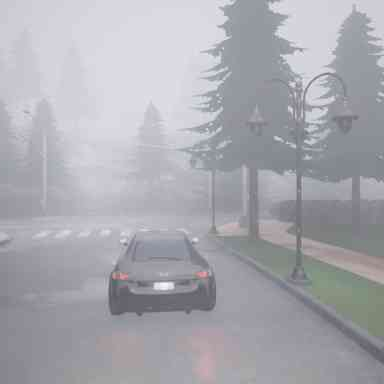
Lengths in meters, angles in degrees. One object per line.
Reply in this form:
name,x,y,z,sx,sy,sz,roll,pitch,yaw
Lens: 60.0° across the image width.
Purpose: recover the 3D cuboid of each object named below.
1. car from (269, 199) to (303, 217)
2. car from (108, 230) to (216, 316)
car,8.693,1.347,26.770,4.892,1.490,1.837,0,0,-12
car,-0.724,1.564,7.631,1.994,1.385,4.181,0,0,-7
